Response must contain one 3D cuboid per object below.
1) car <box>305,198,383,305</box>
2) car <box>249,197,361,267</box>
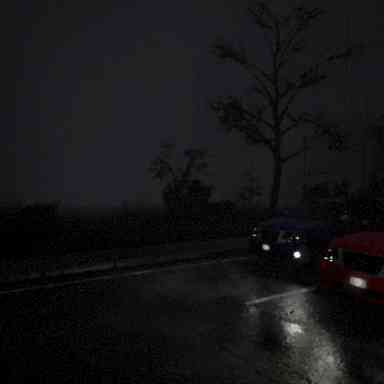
[{"bbox_3d":[5.262,1.218,7.178,5.566,2.045,2.150,0,0,-30],"label":"car"},{"bbox_3d":[4.483,1.208,10.766,5.566,2.045,2.150,0,0,-30],"label":"car"}]
